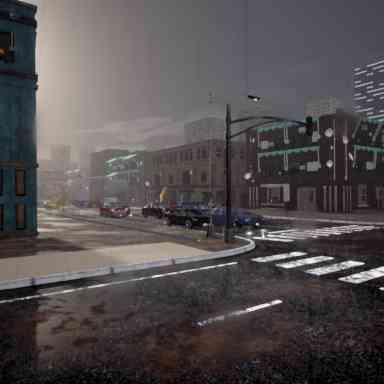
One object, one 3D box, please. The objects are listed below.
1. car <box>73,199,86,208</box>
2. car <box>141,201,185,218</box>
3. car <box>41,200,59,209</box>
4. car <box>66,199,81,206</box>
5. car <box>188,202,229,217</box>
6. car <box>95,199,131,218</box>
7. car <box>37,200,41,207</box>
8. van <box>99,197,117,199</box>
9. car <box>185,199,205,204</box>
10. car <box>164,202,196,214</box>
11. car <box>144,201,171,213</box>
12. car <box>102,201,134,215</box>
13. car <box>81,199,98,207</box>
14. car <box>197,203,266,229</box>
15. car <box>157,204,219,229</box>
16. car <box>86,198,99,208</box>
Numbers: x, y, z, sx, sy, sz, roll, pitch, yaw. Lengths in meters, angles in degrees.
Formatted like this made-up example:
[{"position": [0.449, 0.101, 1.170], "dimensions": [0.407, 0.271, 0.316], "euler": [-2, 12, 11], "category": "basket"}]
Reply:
[{"position": [-20.460, 2.192, 62.274], "dimensions": [1.812, 1.442, 4.674], "euler": [-1, 0, -35], "category": "car"}, {"position": [-3.206, 1.812, 32.443], "dimensions": [2.128, 1.511, 4.902], "euler": [-1, 0, -35], "category": "car"}, {"position": [-24.251, 2.233, 57.598], "dimensions": [1.752, 1.417, 4.829], "euler": [-1, 0, -35], "category": "car"}, {"position": [-27.130, 2.364, 76.130], "dimensions": [1.947, 1.339, 4.313], "euler": [-1, 0, -35], "category": "car"}, {"position": [1.708, 1.809, 35.509], "dimensions": [2.008, 1.369, 4.403], "euler": [-2, 0, -35], "category": "car"}, {"position": [-8.331, 1.846, 35.169], "dimensions": [1.967, 1.590, 4.097], "euler": [-1, 0, -35], "category": "car"}, {"position": [-30.758, 2.376, 66.764], "dimensions": [2.008, 1.369, 4.403], "euler": [-1, 0, -35], "category": "car"}, {"position": [-14.318, 1.907, 58.076], "dimensions": [1.690, 1.788, 3.998], "euler": [-1, 0, -35], "category": "van"}, {"position": [-0.174, 1.632, 33.659], "dimensions": [2.097, 1.767, 4.553], "euler": [-1, 0, -35], "category": "car"}, {"position": [-1.496, 1.904, 40.023], "dimensions": [1.802, 1.307, 4.206], "euler": [-2, 0, -35], "category": "car"}, {"position": [-4.699, 1.966, 44.536], "dimensions": [1.802, 1.307, 4.206], "euler": [-2, 0, -35], "category": "car"}, {"position": [-9.206, 1.930, 40.909], "dimensions": [2.128, 1.511, 4.902], "euler": [-1, 0, -35], "category": "car"}, {"position": [-20.722, 2.228, 67.103], "dimensions": [1.887, 1.381, 4.507], "euler": [-1, 0, -35], "category": "car"}, {"position": [2.774, 1.749, 23.980], "dimensions": [2.033, 1.411, 5.357], "euler": [-1, 0, -34], "category": "car"}, {"position": [-0.394, 1.814, 23.784], "dimensions": [1.947, 1.339, 4.313], "euler": [-2, 0, -35], "category": "car"}, {"position": [-17.523, 1.940, 62.589], "dimensions": [2.192, 1.841, 5.009], "euler": [-1, 0, -35], "category": "car"}]
